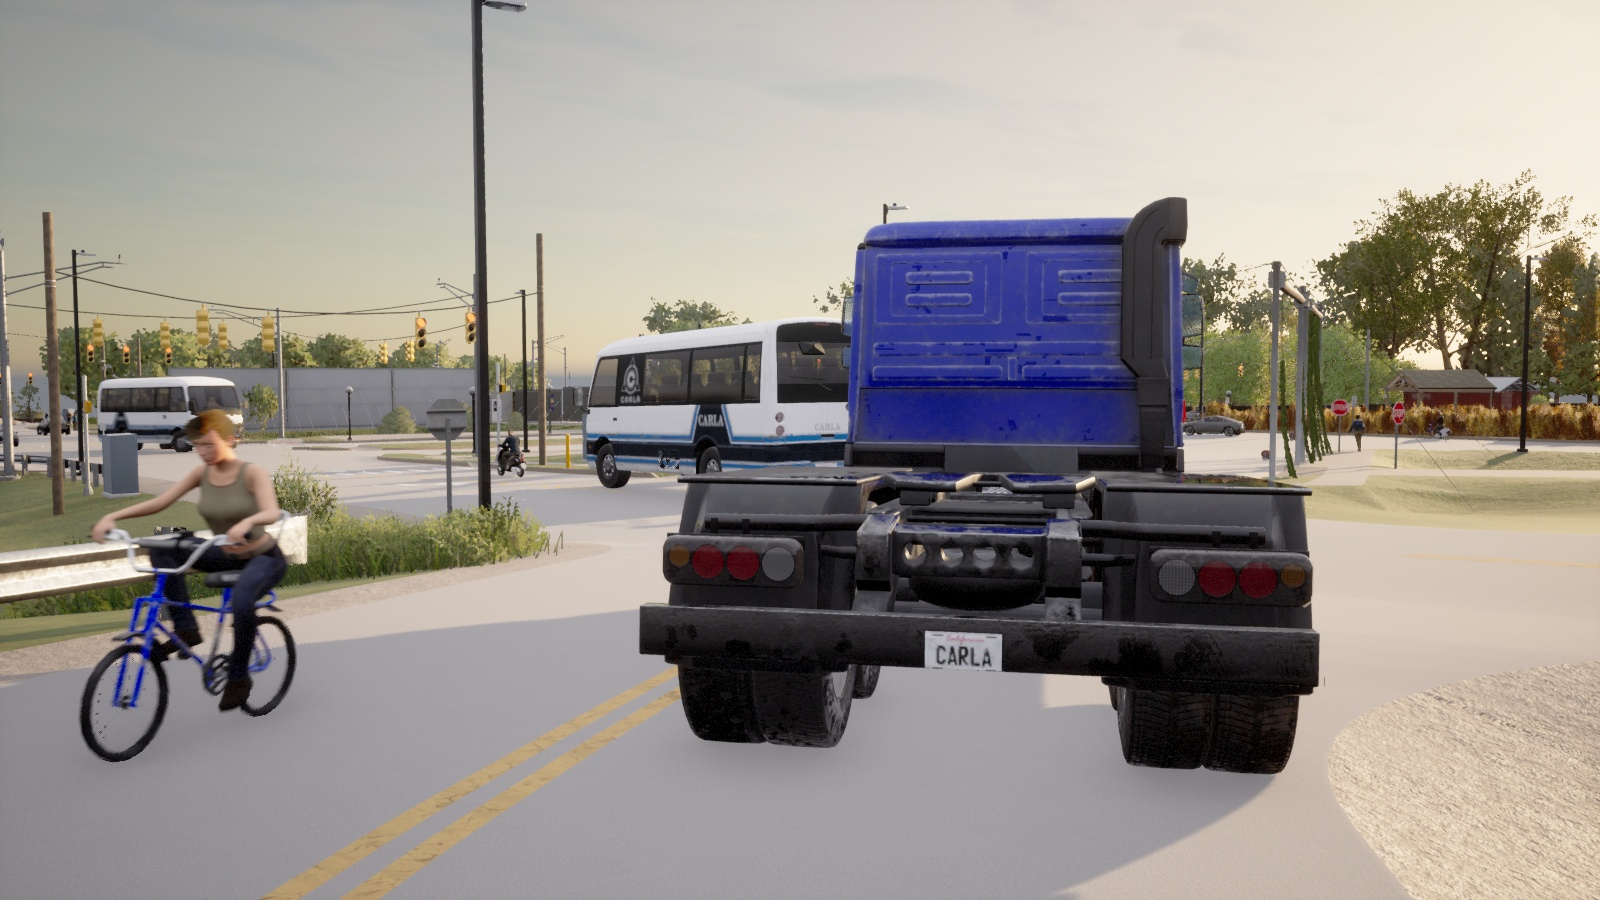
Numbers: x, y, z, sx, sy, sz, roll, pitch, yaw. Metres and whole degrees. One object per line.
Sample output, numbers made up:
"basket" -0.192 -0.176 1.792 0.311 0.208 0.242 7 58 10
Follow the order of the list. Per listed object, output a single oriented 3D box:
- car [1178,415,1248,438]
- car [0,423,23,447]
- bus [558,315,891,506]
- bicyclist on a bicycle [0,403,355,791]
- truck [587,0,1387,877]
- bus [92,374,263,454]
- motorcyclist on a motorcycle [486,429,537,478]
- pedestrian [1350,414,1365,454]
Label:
"car" 28.309 -1.623 86.094 4.181 1.385 1.994 2 4 37
"car" -52.969 -1.008 82.947 2.033 1.411 5.357 -3 3 -39
"bus" -2.404 -1.042 33.243 3.944 4.253 10.273 -2 2 -35
"bicyclist on a bicycle" -2.990 0.603 6.082 0.866 1.612 1.509 1 1 14
"truck" 1.377 -0.288 8.546 2.891 3.462 7.936 1 1 11
"bus" -35.656 -2.113 71.771 10.273 4.253 3.944 1 4 33
"motorcyclist on a motorcycle" -9.696 0.094 42.163 0.866 1.590 1.817 -3 3 -41
"pedestrian" 27.494 -0.802 61.903 0.423 1.949 0.788 0 3 6
